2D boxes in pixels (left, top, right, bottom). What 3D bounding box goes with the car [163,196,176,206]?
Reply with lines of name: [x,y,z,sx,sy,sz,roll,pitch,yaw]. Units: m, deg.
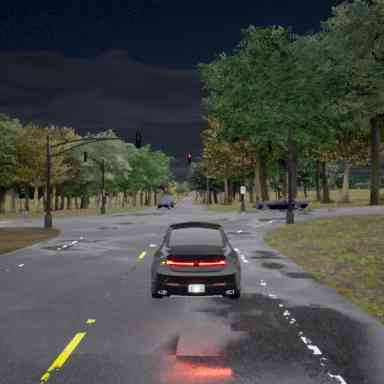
car: [-4.410,1.802,60.090,2.150,2.045,5.566,0,-1,-2]

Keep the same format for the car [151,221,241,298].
car: [0.083,1.508,8.477,1.837,1.490,4.892,0,0,0]

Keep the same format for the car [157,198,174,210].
car: [-4.204,2.007,50.223,1.895,1.301,4.718,0,-1,-1]

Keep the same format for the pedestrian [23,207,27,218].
pedestrian: [-18.115,2.203,36.069,0.375,1.300,0.375,0,1,2]

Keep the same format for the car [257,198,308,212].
car: [8.727,1.222,32.190,4.718,1.301,1.895,-2,-1,16]

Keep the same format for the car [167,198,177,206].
car: [-4.815,2.393,80.647,2.097,1.767,4.553,0,-2,-1]
